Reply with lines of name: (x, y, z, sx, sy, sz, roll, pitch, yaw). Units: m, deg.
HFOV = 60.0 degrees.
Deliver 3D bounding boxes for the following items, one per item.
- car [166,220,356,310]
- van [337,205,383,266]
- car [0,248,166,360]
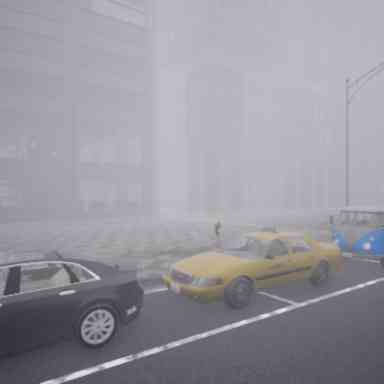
car: (1.642, 1.530, 7.820, 4.829, 1.417, 1.752, 0, 0, -35)
van: (6.374, 1.350, 11.194, 3.998, 1.788, 1.690, 0, 0, -35)
car: (-2.813, 1.552, 4.645, 4.403, 1.369, 2.008, 0, 0, -35)
